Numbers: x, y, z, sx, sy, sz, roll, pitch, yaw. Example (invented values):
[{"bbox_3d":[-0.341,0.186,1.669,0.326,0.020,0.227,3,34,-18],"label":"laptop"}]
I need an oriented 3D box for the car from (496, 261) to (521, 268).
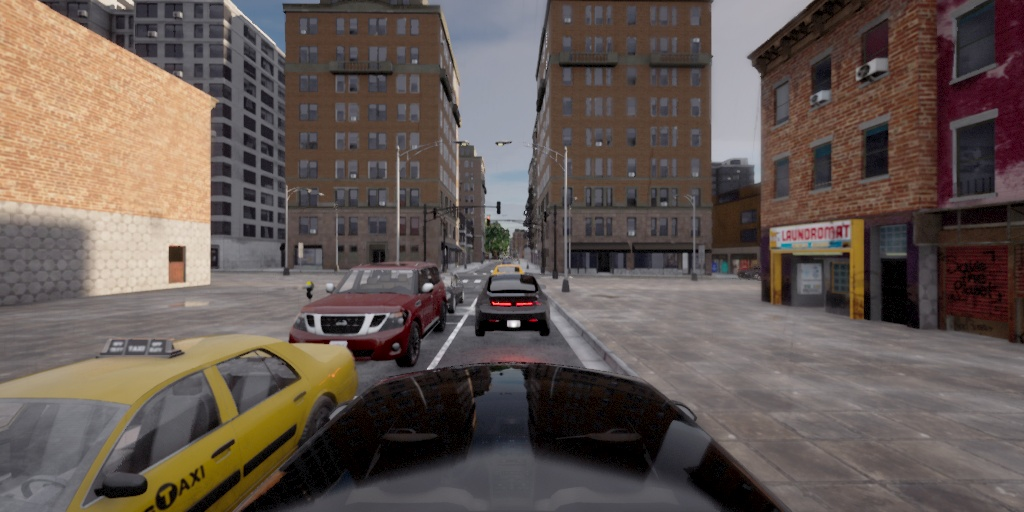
[{"bbox_3d":[-0.210,1.218,20.373,1.882,1.535,5.008,0,0,-1],"label":"car"}]

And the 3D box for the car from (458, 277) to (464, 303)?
[{"bbox_3d":[-2.824,1.294,13.676,2.007,1.370,4.403,0,0,-1],"label":"car"}]

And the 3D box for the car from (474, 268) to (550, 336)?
[{"bbox_3d":[-0.029,1.250,10.358,1.837,1.490,4.892,0,0,-2],"label":"car"}]

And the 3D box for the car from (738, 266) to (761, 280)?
[{"bbox_3d":[25.383,1.684,36.003,4.892,1.490,1.837,1,0,-1],"label":"car"}]

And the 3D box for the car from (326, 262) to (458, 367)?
[{"bbox_3d":[-2.728,1.061,8.062,2.192,1.841,5.009,0,0,-1],"label":"car"}]

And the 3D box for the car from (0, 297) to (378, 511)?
[{"bbox_3d":[-2.629,1.275,2.280,1.751,1.417,4.829,0,0,-1],"label":"car"}]
